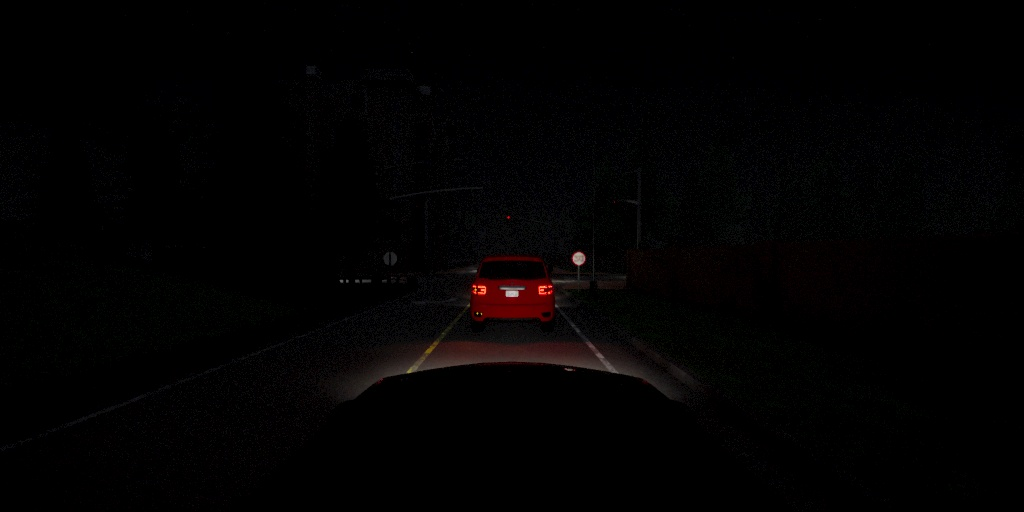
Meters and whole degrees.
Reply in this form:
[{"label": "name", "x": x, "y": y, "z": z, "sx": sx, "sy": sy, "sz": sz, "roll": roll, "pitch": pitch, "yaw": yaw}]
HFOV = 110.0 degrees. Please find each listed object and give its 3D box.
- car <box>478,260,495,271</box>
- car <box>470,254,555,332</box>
[{"label": "car", "x": -3.539, "y": 1.314, "z": 50.056, "sx": 1.994, "sy": 1.385, "sz": 4.181, "roll": 0, "pitch": 0, "yaw": 0}, {"label": "car", "x": 0.053, "y": 0.971, "z": 11.005, "sx": 2.150, "sy": 2.045, "sz": 5.566, "roll": 0, "pitch": 0, "yaw": 1}]
